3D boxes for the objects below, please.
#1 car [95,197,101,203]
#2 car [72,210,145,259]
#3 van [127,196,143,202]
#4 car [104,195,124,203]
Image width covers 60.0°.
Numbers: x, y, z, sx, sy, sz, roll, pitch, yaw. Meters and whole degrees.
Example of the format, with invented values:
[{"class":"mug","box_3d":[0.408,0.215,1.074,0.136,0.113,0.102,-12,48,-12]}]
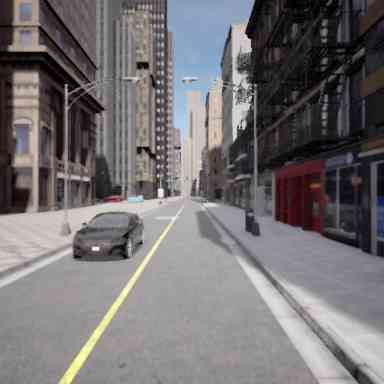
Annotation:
[{"class":"car","box_3d":[-26.024,2.052,86.863,4.313,1.339,1.947,0,0,-1]},{"class":"car","box_3d":[-3.002,1.484,12.845,1.882,1.535,5.008,0,0,0]},{"class":"van","box_3d":[-14.744,1.831,87.040,3.998,1.788,1.690,0,0,-1]},{"class":"car","box_3d":[-20.384,1.804,86.952,5.009,1.841,2.192,0,0,-1]}]
